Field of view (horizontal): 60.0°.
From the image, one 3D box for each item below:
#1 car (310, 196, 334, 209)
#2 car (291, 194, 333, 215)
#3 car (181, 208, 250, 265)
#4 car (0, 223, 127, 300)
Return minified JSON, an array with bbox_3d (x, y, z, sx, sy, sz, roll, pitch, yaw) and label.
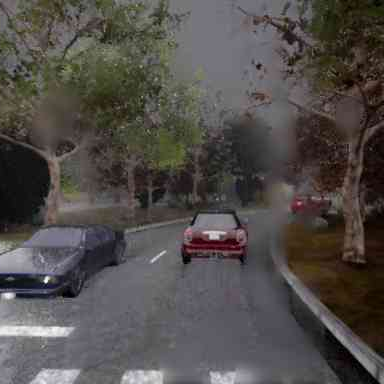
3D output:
[{"bbox_3d":[18.238,1.437,46.538,2.097,1.767,4.553,-1,-1,33],"label":"car"},{"bbox_3d":[12.078,1.245,33.983,2.150,2.045,5.566,-1,-1,41],"label":"car"},{"bbox_3d":[0.981,1.360,11.997,2.097,1.767,4.553,0,0,9],"label":"car"},{"bbox_3d":[-3.218,1.558,8.848,2.033,1.411,5.357,0,0,5],"label":"car"}]
